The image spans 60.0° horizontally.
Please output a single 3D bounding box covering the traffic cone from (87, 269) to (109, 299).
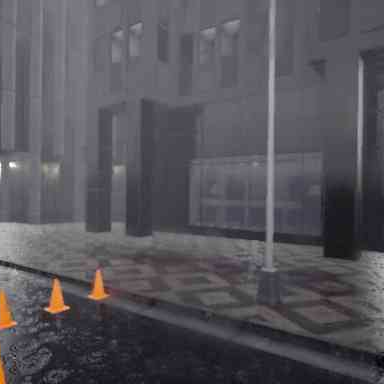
[{"bbox_3d":[-2.060,2.002,7.317,0.340,0.580,0.340,0,0,36],"label":"traffic cone"}]

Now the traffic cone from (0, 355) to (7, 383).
[{"bbox_3d":[-2.201,1.977,3.714,0.340,0.580,0.340,0,0,36],"label":"traffic cone"}]

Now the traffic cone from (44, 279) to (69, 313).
[{"bbox_3d":[-2.647,1.995,6.507,0.340,0.580,0.340,0,0,36],"label":"traffic cone"}]

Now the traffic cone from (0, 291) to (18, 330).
[{"bbox_3d":[-3.233,1.988,5.698,0.340,0.580,0.340,0,0,36],"label":"traffic cone"}]
